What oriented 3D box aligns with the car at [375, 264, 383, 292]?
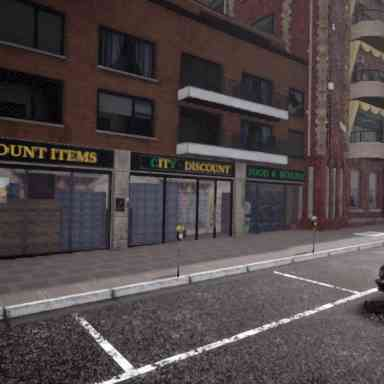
[{"bbox_3d":[6.369,1.554,7.632,5.357,1.411,2.033,0,0,-36],"label":"car"}]
